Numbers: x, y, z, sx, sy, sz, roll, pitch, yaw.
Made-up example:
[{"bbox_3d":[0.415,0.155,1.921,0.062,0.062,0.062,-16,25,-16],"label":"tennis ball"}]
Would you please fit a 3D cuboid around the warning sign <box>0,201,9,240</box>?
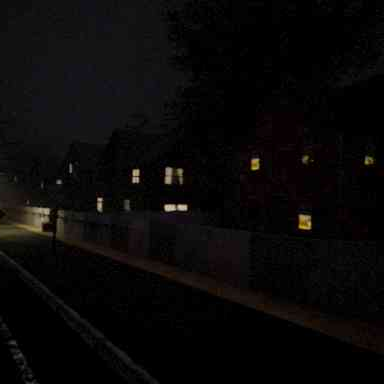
[{"bbox_3d":[-9.859,1.375,16.315,1.300,1.860,1.060,5,-2,-38],"label":"warning sign"}]
